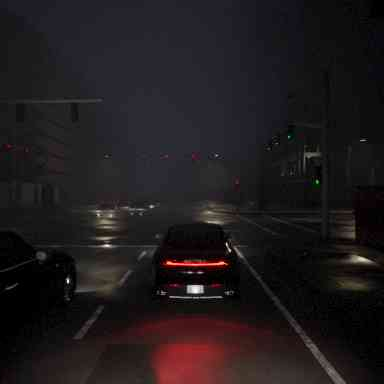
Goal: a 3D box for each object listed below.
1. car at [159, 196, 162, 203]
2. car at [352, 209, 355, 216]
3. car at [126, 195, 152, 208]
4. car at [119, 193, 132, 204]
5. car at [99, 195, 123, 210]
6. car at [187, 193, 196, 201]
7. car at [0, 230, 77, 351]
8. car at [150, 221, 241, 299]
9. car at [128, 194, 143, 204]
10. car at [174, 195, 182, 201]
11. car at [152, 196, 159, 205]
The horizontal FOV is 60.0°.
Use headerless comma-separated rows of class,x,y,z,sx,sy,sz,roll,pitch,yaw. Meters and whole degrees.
car,-7.220,1.547,67.893,2.033,1.411,5.357,0,0,1
car,15.966,1.656,27.649,4.718,1.301,1.895,0,0,0
car,-7.491,1.547,47.471,2.033,1.411,5.357,0,0,0
car,-10.949,1.221,54.108,2.150,2.045,5.566,0,0,1
car,-10.977,1.478,44.288,1.882,1.535,5.008,0,0,0
car,-0.034,1.225,84.437,2.150,2.045,5.566,0,0,1
car,-3.447,1.352,5.095,2.097,1.767,4.553,0,0,0
car,0.079,1.505,8.419,1.837,1.490,4.892,0,0,0
car,-10.803,1.352,63.857,2.097,1.767,4.553,0,0,1
car,-3.536,1.553,84.211,1.994,1.385,4.181,0,0,1
car,-7.406,1.478,57.450,1.882,1.535,5.008,0,0,1
